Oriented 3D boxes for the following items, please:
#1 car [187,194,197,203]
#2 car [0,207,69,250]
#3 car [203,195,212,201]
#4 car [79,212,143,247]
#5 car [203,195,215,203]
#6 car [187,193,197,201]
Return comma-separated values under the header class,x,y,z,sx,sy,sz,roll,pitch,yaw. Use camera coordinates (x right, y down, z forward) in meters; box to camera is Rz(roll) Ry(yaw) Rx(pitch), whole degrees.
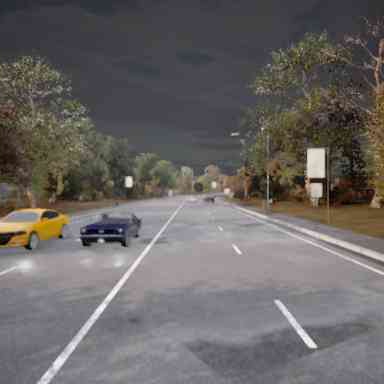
class,x,y,z,sx,sy,sz,roll,pitch,yaw
car,0.000,1.528,66.689,1.895,1.301,4.718,0,0,0
car,-7.014,1.470,14.455,1.882,1.535,5.008,0,0,0
car,3.500,1.420,76.693,1.895,1.301,4.718,0,0,0
car,-3.508,1.593,15.118,1.895,1.301,4.718,0,0,0
car,3.500,1.432,66.251,1.837,1.490,4.892,0,0,0
car,0.000,1.191,76.636,2.097,1.767,4.553,0,0,0
